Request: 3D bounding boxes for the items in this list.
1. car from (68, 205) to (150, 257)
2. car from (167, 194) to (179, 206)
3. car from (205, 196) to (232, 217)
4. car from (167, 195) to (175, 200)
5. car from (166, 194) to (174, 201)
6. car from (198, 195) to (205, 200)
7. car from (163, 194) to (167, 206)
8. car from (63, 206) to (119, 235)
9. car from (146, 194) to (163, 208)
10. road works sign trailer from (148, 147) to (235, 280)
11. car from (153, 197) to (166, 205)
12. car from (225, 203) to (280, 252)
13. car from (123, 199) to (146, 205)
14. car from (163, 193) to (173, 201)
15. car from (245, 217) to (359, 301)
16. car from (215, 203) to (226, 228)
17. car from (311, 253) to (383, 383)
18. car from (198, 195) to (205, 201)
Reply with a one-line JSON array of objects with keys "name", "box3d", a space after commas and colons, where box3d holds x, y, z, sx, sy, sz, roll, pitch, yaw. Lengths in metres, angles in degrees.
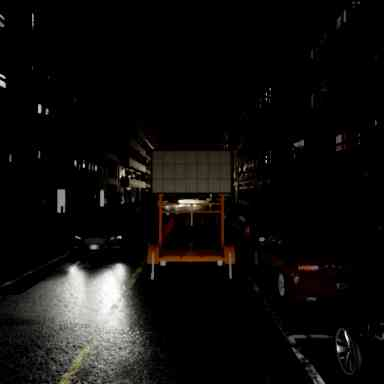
[{"name": "car", "box3d": [-3.113, 1.489, 13.037, 2.128, 1.511, 4.902, 0, 0, 0]}, {"name": "car", "box3d": [-3.147, 1.505, 54.495, 1.812, 1.442, 4.674, 0, 0, 0]}, {"name": "car", "box3d": [2.661, 1.306, 30.696, 2.192, 1.841, 5.009, 0, 0, 0]}, {"name": "car", "box3d": [-5.789, 1.498, 92.692, 1.887, 1.381, 4.507, 0, 0, 0]}, {"name": "car", "box3d": [-5.783, 1.398, 87.054, 1.967, 1.590, 4.097, 0, 0, 0]}, {"name": "car", "box3d": [2.591, 1.498, 92.696, 1.887, 1.381, 4.507, 0, 0, 0]}, {"name": "car", "box3d": [-5.745, 1.295, 53.237, 2.192, 1.841, 5.009, 0, 0, 0]}, {"name": "car", "box3d": [-5.709, 1.562, 19.417, 1.947, 1.339, 4.313, 0, 0, 0]}, {"name": "car", "box3d": [-5.740, 1.423, 47.601, 1.967, 1.590, 4.097, 0, 0, 0]}, {"name": "road works sign trailer", "box3d": [-0.009, 0.463, 9.917, 2.380, 3.560, 2.880, 0, 0, 0]}, {"name": "car", "box3d": [-5.753, 1.558, 58.874, 1.802, 1.307, 4.206, 0, 0, 0]}, {"name": "car", "box3d": [2.678, 1.438, 13.787, 1.967, 1.590, 4.097, 0, 0, 0]}, {"name": "car", "box3d": [-5.721, 1.517, 30.520, 1.752, 1.417, 4.829, 0, 0, 0]}, {"name": "car", "box3d": [-5.776, 1.277, 81.419, 2.192, 1.841, 5.009, 0, 0, 0]}, {"name": "car", "box3d": [2.684, 1.543, 8.151, 1.887, 1.381, 4.507, 0, 0, 0]}, {"name": "car", "box3d": [2.672, 1.547, 19.423, 2.008, 1.369, 4.403, 0, 0, 0]}, {"name": "car", "box3d": [2.690, 1.566, 2.514, 1.947, 1.339, 4.313, 0, 0, 0]}, {"name": "car", "box3d": [2.603, 1.487, 81.594, 1.752, 1.417, 4.829, 0, 0, 0]}]
